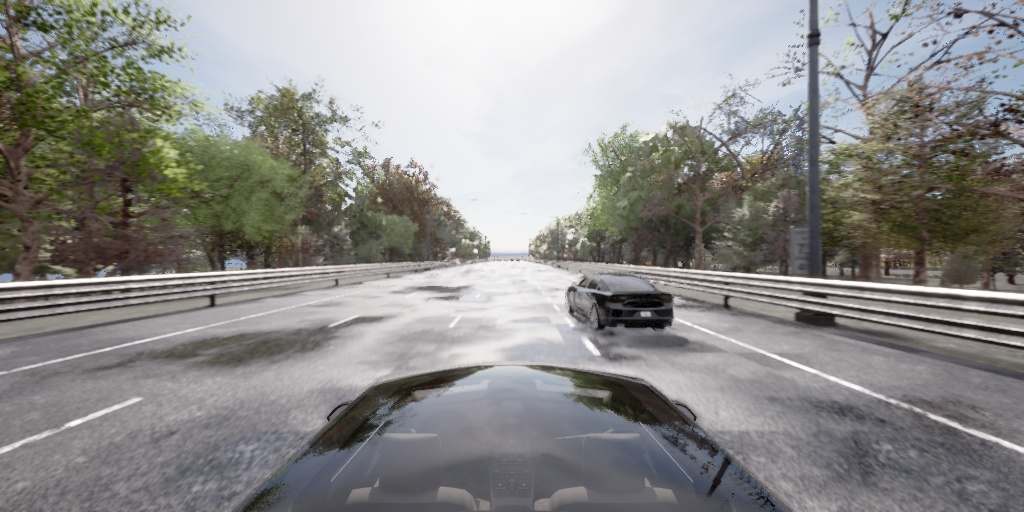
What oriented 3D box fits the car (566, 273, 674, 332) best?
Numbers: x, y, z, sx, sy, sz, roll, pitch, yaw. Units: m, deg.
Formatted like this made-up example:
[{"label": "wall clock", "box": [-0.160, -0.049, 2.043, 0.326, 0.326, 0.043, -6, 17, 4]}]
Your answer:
[{"label": "car", "box": [3.015, 1.268, 11.101, 1.882, 1.535, 5.008, 0, 0, -5]}]
